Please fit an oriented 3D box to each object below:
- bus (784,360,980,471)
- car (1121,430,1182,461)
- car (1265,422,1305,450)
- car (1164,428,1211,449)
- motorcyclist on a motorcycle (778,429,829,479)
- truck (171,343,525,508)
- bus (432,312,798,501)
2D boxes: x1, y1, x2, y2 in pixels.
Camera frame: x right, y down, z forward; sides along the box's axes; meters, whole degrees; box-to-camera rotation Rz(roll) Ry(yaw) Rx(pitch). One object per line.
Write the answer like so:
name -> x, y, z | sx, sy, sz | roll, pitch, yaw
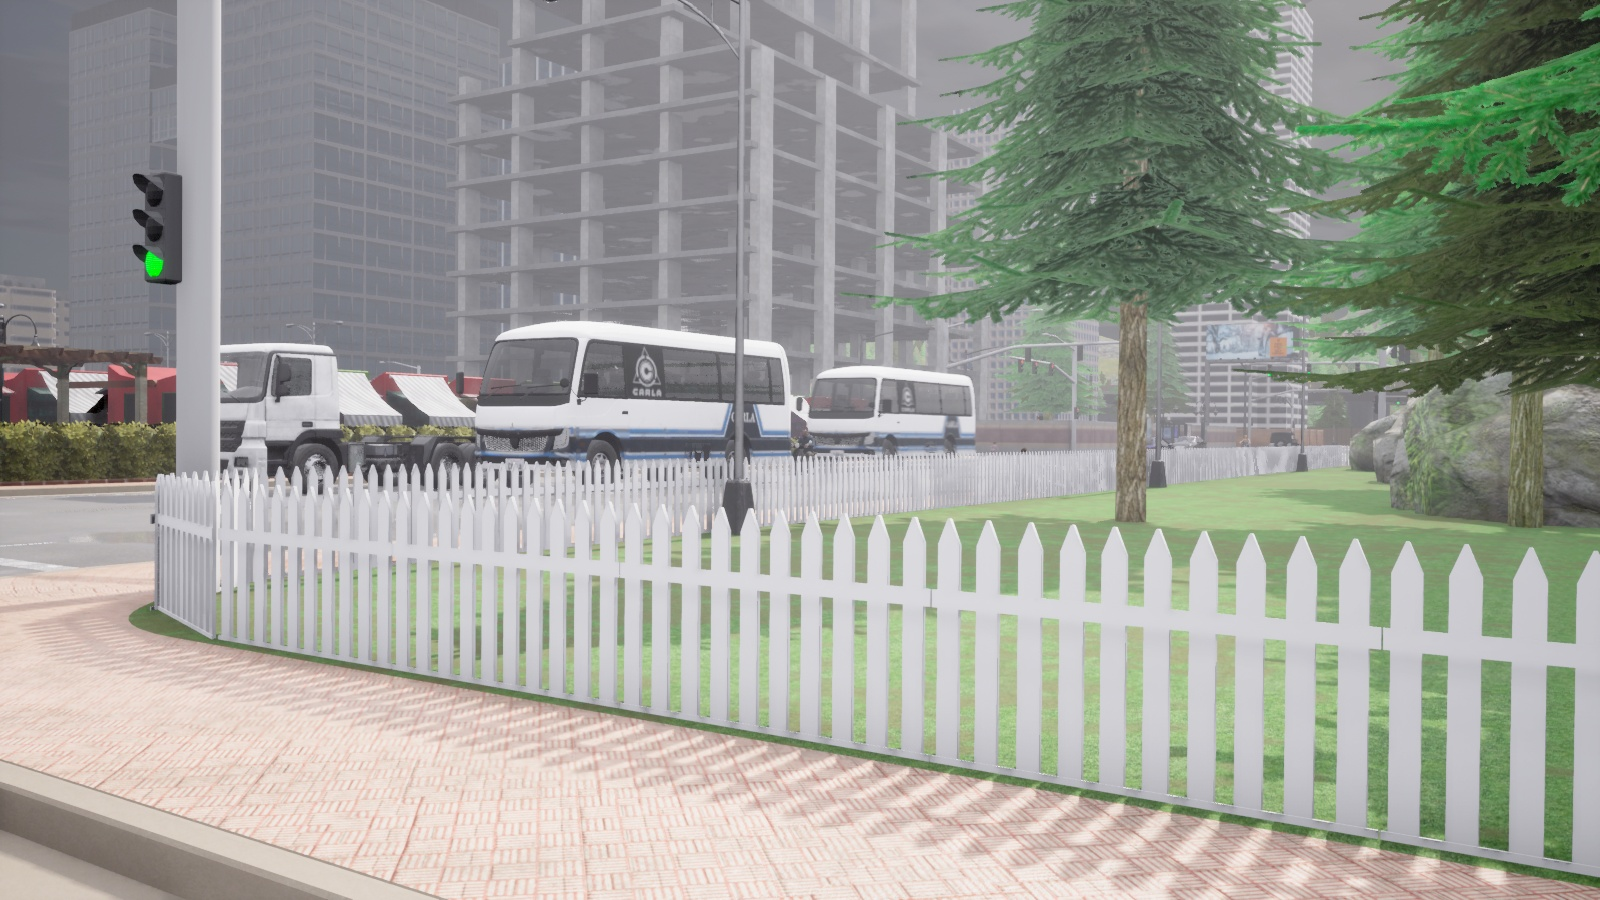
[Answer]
bus -> 3.744, -1.407, 53.329 | 3.944, 4.253, 10.273 | 0, 1, 32
car -> 17.338, -0.256, 61.818 | 1.816, 1.474, 4.193 | 0, 1, 32
car -> 34.354, -0.997, 88.885 | 1.905, 1.878, 3.866 | 0, 1, 33
car -> 28.794, -0.845, 93.194 | 2.128, 1.511, 4.902 | 0, 1, 32
motorcyclist on a motorcycle -> 0.136, 0.121, 41.217 | 0.866, 1.590, 1.817 | 0, 1, 30
truck -> -10.611, -0.571, 30.501 | 2.891, 3.462, 7.936 | 0, 1, 32
bus -> -4.467, -1.065, 33.699 | 3.944, 4.253, 10.273 | 0, 1, 32
